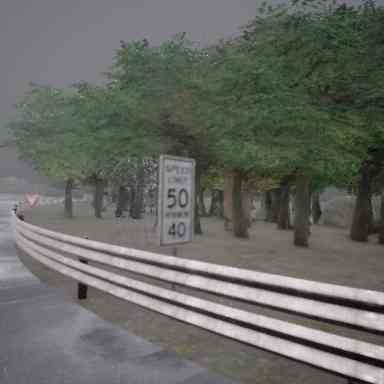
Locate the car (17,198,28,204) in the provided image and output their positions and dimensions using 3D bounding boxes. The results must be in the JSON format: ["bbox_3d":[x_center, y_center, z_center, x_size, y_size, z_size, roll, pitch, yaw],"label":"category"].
[{"bbox_3d":[-41.986,2.226,82.900,2.097,1.767,4.553,1,-1,-14],"label":"car"}]
